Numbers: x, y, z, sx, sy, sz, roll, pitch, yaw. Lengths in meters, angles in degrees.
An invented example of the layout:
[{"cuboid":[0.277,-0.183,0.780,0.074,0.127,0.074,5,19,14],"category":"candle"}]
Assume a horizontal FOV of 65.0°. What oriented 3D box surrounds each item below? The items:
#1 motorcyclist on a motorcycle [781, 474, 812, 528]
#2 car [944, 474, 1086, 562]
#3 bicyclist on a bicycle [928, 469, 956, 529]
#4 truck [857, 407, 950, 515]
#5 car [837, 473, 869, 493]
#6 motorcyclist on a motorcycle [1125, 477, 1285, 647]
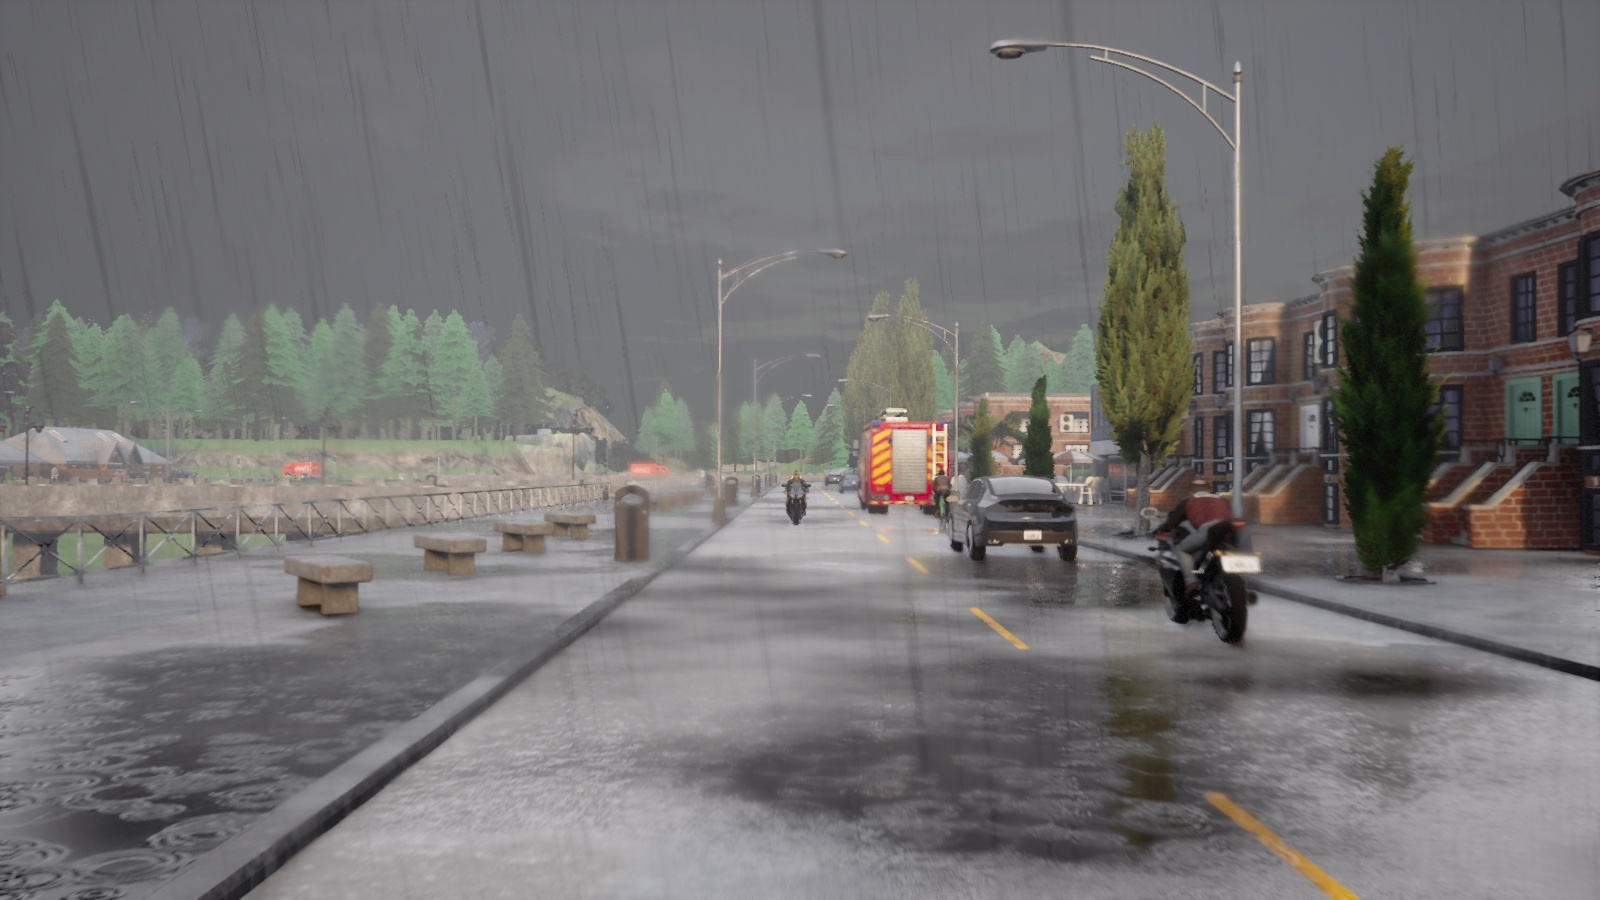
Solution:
[{"cuboid":[-0.095,1.466,36.783,0.866,1.530,2.191,0,-1,0],"category":"motorcyclist on a motorcycle"},{"cuboid":[3.937,1.202,23.799,1.837,1.490,4.892,0,-1,0],"category":"car"},{"cuboid":[3.909,1.331,34.606,0.582,1.620,1.656,0,-1,0],"category":"bicyclist on a bicycle"},{"cuboid":[3.868,0.454,48.974,2.891,3.827,8.468,0,-1,0],"category":"truck"},{"cuboid":[3.767,2.353,89.954,2.033,1.411,5.357,0,-1,0],"category":"car"},{"cuboid":[3.966,1.043,12.513,0.866,1.530,2.191,0,-1,0],"category":"motorcyclist on a motorcycle"}]
